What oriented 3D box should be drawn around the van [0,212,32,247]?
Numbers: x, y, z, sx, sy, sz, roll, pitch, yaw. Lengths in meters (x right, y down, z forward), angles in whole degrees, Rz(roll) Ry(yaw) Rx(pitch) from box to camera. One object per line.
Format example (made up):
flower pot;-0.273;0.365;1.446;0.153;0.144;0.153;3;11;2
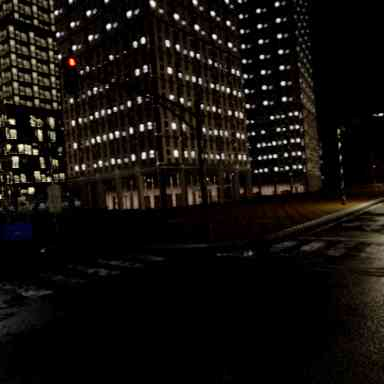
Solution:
van;-10.557;2.025;18.561;3.998;1.788;1.690;-4;0;40
